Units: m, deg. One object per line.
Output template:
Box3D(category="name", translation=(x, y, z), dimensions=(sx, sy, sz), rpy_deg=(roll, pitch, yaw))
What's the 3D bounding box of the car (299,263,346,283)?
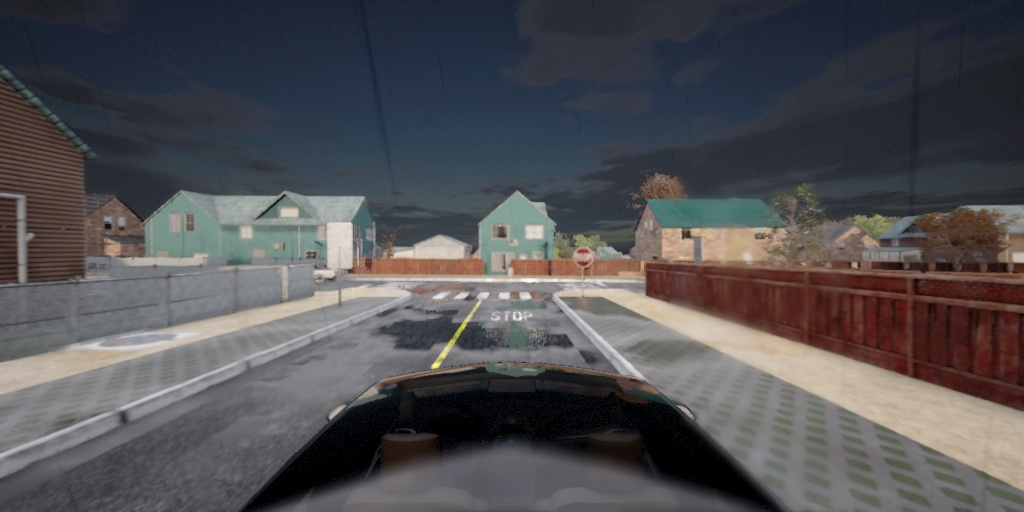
Box3D(category="car", translation=(-14.282, 1.164, 24.959), dimensions=(4.718, 1.301, 1.895), rpy_deg=(0, 1, -1))
